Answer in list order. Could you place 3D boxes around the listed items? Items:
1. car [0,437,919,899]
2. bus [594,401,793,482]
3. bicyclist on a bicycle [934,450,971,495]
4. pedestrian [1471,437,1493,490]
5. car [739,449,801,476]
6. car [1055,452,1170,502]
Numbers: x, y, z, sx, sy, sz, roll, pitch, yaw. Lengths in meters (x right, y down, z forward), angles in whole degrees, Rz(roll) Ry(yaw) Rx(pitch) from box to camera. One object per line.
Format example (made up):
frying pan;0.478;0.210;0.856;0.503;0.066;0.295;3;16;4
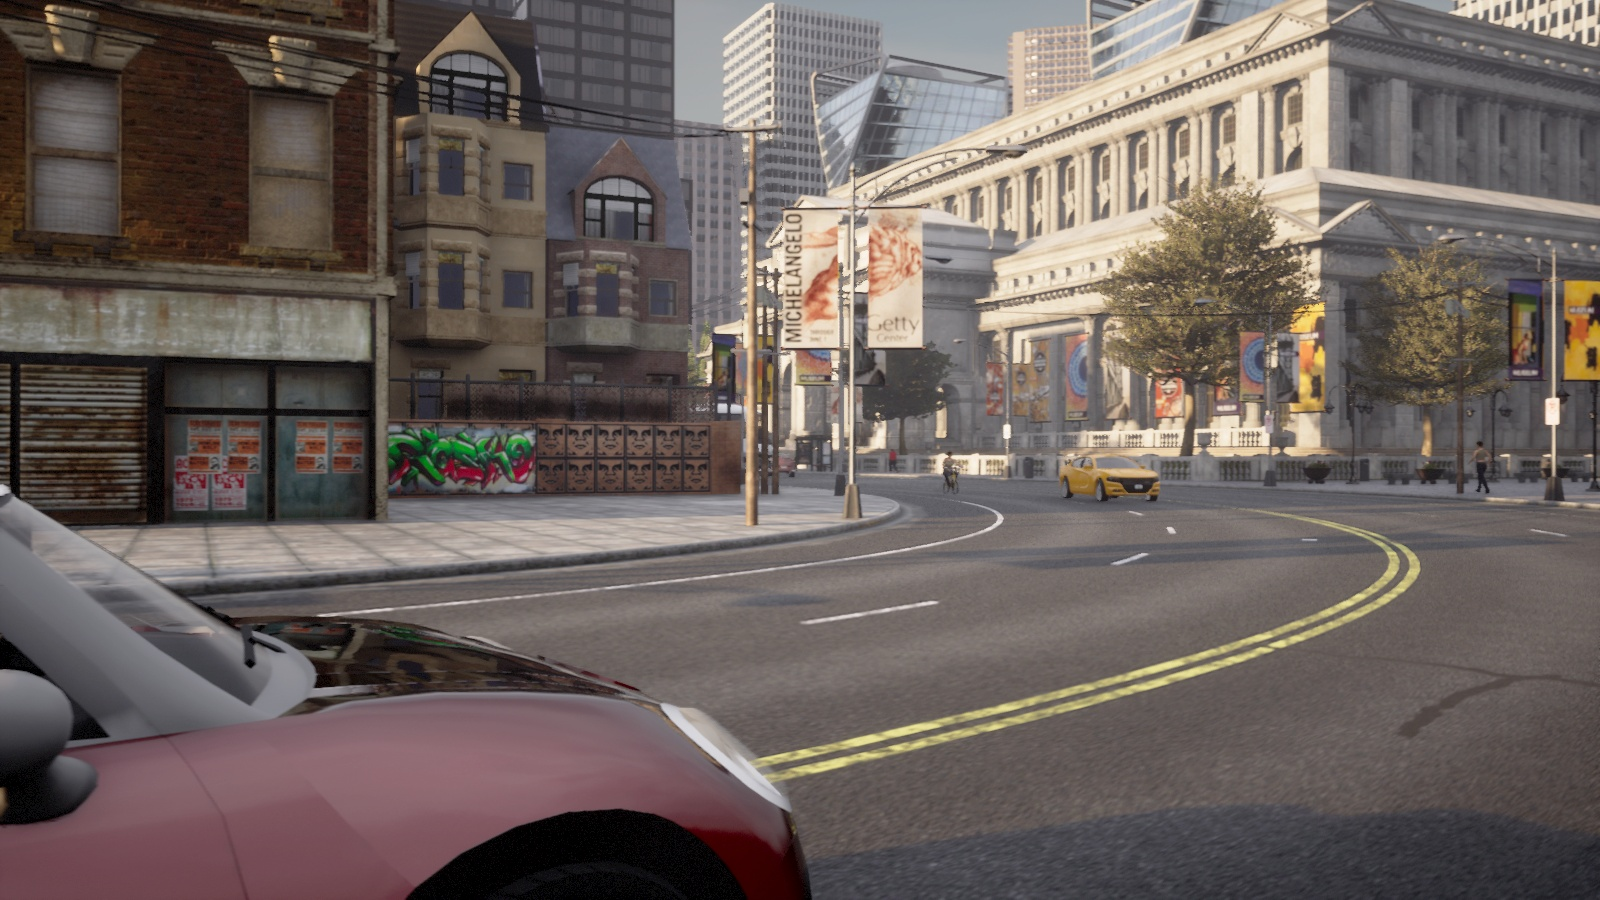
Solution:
car;-1.876;0.723;2.372;3.806;1.475;1.970;0;0;-35
bus;-5.913;-0.394;69.991;10.273;4.253;3.944;0;-1;17
bicyclist on a bicycle;5.610;0.813;46.227;0.866;1.612;1.509;-1;0;-14
pedestrian;23.714;0.478;43.663;0.345;1.836;0.594;0;0;-12
car;-2.006;0.786;81.003;2.152;1.651;5.027;0;0;-25
car;10.113;0.826;41.077;1.882;1.535;5.008;0;0;-8
